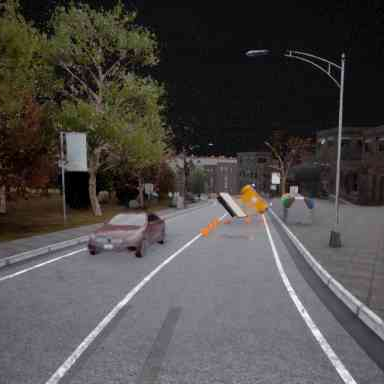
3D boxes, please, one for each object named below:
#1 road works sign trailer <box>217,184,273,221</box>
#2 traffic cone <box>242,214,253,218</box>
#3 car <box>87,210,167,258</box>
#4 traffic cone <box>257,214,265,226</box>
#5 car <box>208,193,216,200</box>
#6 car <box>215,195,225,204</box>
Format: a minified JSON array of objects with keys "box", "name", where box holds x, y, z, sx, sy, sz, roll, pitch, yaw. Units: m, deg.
[{"box":[3.314,1.082,23.644,3.560,2.880,2.380,4,41,-52],"name":"road works sign trailer"},{"box":[3.690,1.923,22.011,0.340,0.580,0.340,3,2,8],"name":"traffic cone"},{"box":[-2.228,1.447,12.712,1.812,1.442,4.674,1,0,10],"name":"car"},{"box":[4.669,1.946,21.984,0.340,0.580,0.340,1,0,20],"name":"traffic cone"},{"box":[5.550,1.079,87.587,2.097,1.767,4.553,-1,0,-6],"name":"car"},{"box":[5.458,1.379,56.218,1.994,1.385,4.181,1,0,6],"name":"car"}]
